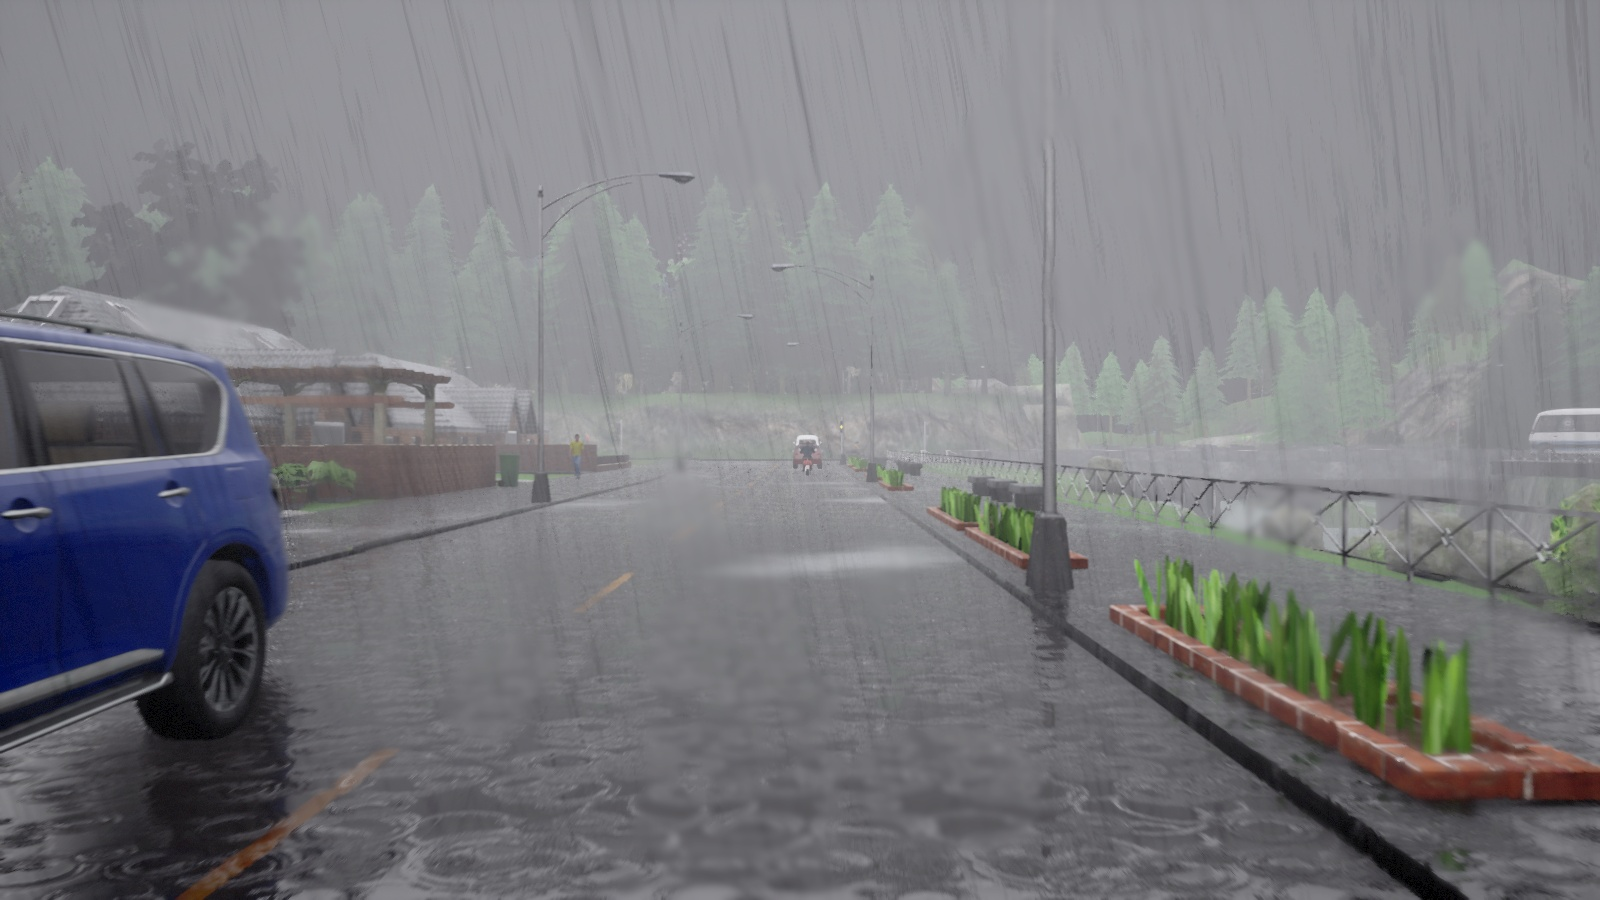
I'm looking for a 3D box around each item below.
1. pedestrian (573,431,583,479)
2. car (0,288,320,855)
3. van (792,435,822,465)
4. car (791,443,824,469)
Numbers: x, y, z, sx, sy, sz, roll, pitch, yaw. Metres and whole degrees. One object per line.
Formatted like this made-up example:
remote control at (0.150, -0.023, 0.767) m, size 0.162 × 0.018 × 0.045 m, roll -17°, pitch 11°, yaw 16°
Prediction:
pedestrian at (-8.578, 0.176, 48.470) m, size 0.354 × 1.836 × 0.706 m, roll 0°, pitch 0°, yaw -7°
car at (-3.958, 0.436, 4.719) m, size 2.150 × 2.045 × 5.566 m, roll 0°, pitch 0°, yaw 0°
van at (0.527, -0.030, 88.810) m, size 2.069 × 2.038 × 4.480 m, roll 0°, pitch 0°, yaw 0°
car at (0.437, 0.348, 73.291) m, size 1.845 × 1.501 × 3.633 m, roll 0°, pitch 0°, yaw 0°
